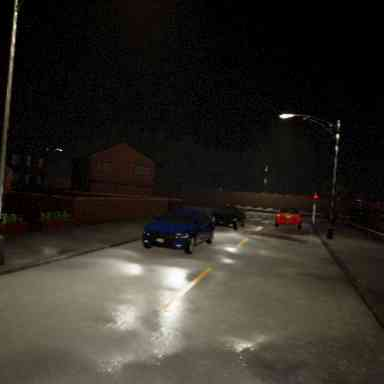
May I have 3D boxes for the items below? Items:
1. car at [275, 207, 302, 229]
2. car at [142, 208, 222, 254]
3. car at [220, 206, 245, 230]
[{"bbox_3d":[8.515,2.133,29.208,2.097,1.767,4.553,5,0,17],"label":"car"},{"bbox_3d":[-0.365,1.486,14.012,1.882,1.535,5.008,5,0,17],"label":"car"},{"bbox_3d":[2.655,1.762,23.916,1.882,1.535,5.008,5,0,17],"label":"car"}]
